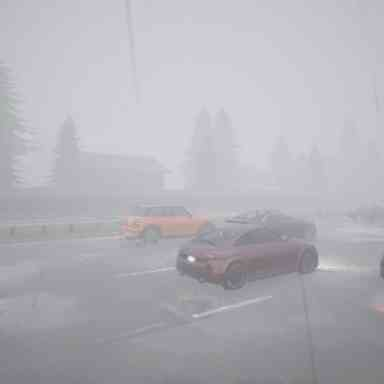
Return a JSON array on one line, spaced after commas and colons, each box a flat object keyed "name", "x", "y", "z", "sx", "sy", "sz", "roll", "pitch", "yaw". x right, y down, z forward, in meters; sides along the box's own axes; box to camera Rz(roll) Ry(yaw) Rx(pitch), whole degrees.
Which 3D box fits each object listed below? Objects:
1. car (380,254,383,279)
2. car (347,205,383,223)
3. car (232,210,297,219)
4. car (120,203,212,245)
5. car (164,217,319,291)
[{"name": "car", "x": 6.636, "y": 1.616, "z": 8.478, "sx": 4.181, "sy": 1.385, "sz": 1.994, "roll": 0, "pitch": 0, "yaw": -35}, {"name": "car", "x": 14.838, "y": 1.742, "z": 27.223, "sx": 4.718, "sy": 1.301, "sz": 1.895, "roll": 0, "pitch": 0, "yaw": -35}, {"name": "car", "x": 3.597, "y": 1.550, "z": 14.907, "sx": 4.902, "sy": 1.511, "sz": 2.128, "roll": 0, "pitch": 0, "yaw": -35}, {"name": "car", "x": -1.001, "y": 1.394, "z": 15.930, "sx": 4.553, "sy": 1.767, "sz": 2.097, "roll": 0, "pitch": 0, "yaw": -35}, {"name": "car", "x": 1.615, "y": 1.598, "z": 9.197, "sx": 4.181, "sy": 1.385, "sz": 1.994, "roll": 0, "pitch": 0, "yaw": -35}]
